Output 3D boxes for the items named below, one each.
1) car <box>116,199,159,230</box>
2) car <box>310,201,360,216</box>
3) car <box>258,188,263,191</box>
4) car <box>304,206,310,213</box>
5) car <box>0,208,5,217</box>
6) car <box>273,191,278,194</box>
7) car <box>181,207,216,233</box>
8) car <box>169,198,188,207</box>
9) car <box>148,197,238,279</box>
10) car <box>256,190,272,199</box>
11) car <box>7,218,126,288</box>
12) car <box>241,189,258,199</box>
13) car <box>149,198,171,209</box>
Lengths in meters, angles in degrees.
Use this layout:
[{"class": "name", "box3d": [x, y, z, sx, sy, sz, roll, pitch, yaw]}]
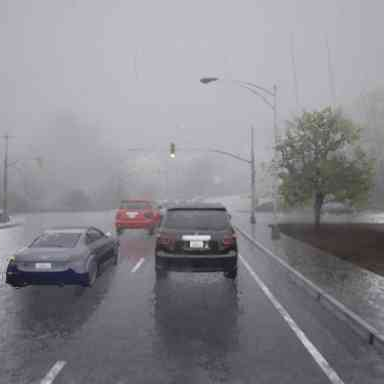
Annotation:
[{"class": "car", "box3d": [-3.169, 1.442, 20.636, 2.150, 2.045, 5.566, 0, -1, 2]}, {"class": "car", "box3d": [16.004, 1.945, 36.709, 4.718, 1.301, 1.895, -1, -1, 3]}, {"class": "car", "box3d": [19.710, -0.012, 92.190, 2.150, 2.045, 5.566, -1, 3, 38]}, {"class": "car", "box3d": [16.112, 1.877, 40.209, 4.902, 1.511, 2.128, -1, -1, 3]}, {"class": "car", "box3d": [-22.402, 2.029, 35.223, 4.902, 1.511, 2.128, -1, -1, 2]}, {"class": "car", "box3d": [23.306, 0.266, 91.164, 2.033, 1.411, 5.357, -1, 3, 38]}, {"class": "car", "box3d": [0.545, 1.802, 22.258, 1.994, 1.385, 4.181, 0, -1, 6]}, {"class": "car", "box3d": [-2.583, 1.959, 64.848, 2.128, 1.511, 4.902, 0, 1, 20]}, {"class": "car", "box3d": [0.128, 1.330, 10.493, 2.150, 2.045, 5.566, 0, 0, 0]}, {"class": "car", "box3d": [17.592, 0.938, 82.777, 1.895, 1.301, 4.718, 0, 3, 33]}, {"class": "car", "box3d": [-3.364, 1.658, 9.507, 1.994, 1.385, 4.181, 0, -1, 0]}, {"class": "car", "box3d": [14.024, 0.775, 83.653, 2.097, 1.767, 4.553, 0, 3, 33]}, {"class": "car", "box3d": [-5.336, 1.924, 56.066, 2.097, 1.767, 4.553, 0, 0, 16]}]
